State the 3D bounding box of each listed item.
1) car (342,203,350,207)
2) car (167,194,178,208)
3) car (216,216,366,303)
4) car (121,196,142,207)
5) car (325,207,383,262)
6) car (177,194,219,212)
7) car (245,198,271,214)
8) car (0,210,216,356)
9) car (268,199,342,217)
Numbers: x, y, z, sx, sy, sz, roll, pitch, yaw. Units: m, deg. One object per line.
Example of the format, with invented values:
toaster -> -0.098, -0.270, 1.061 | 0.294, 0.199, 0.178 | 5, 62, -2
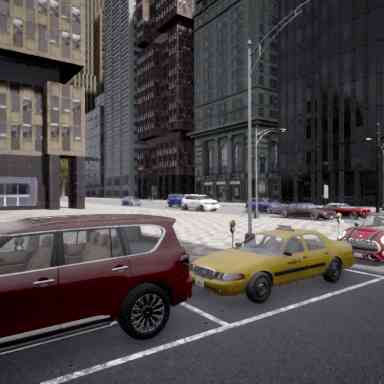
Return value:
car -> 13.106, 1.648, 29.154 | 1.895, 1.301, 4.718 | 0, 0, -36
car -> -1.568, 1.334, 49.653 | 2.150, 2.045, 5.566 | 0, 1, -35
car -> 2.105, 1.525, 8.174 | 4.829, 1.417, 1.752 | 0, 0, -36
car -> -10.253, 1.514, 56.332 | 2.097, 1.767, 4.553 | 0, 0, -36
car -> 6.795, 1.439, 11.540 | 4.097, 1.590, 1.967 | 0, 0, -36
car -> 0.921, 1.331, 40.577 | 2.150, 2.045, 5.566 | 0, 0, -36
car -> 7.971, 1.425, 36.328 | 2.097, 1.767, 4.553 | 0, 0, -36
car -> -2.309, 1.315, 5.008 | 5.009, 1.841, 2.192 | 0, 0, -36
car -> 9.538, 1.613, 28.553 | 2.033, 1.411, 5.357 | 0, 0, -36
